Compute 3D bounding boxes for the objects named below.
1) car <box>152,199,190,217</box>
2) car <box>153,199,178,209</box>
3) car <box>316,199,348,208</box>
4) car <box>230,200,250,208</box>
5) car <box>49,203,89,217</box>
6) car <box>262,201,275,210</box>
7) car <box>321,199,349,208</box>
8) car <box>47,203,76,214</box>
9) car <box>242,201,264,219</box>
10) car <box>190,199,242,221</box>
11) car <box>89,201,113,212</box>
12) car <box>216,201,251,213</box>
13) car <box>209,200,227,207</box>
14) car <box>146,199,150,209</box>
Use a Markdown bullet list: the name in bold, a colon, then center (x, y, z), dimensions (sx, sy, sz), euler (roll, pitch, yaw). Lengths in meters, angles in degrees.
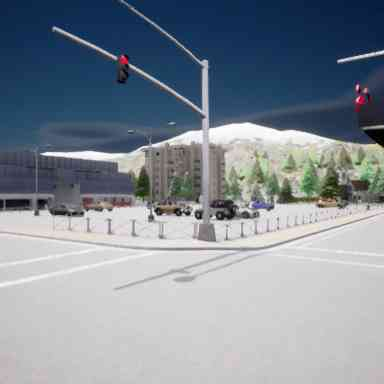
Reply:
- **car**: center (-2.173, 1.789, 37.797), dimensions (4.605, 1.855, 1.932), euler (-1, -1, 37)
- **car**: center (-5.131, 2.273, 63.539), dimensions (4.605, 1.855, 1.932), euler (-1, -1, 37)
- **car**: center (25.126, 2.154, 60.200), dimensions (5.027, 1.636, 2.152), euler (-1, -1, 37)
- **car**: center (10.272, 2.552, 71.498), dimensions (3.806, 1.475, 1.970), euler (-1, -1, 37)
- **car**: center (-14.345, 2.115, 38.234), dimensions (4.514, 1.523, 2.007), euler (-1, -1, 37)
- **car**: center (11.884, 2.185, 55.314), dimensions (3.633, 1.501, 1.845), euler (-1, -1, 37)
- **car**: center (26.964, 2.190, 62.742), dimensions (4.514, 1.523, 2.007), euler (-1, -1, 37)
- **car**: center (-17.793, 2.209, 45.390), dimensions (3.806, 1.475, 1.970), euler (-1, -1, 37)
- **car**: center (4.640, 1.897, 32.744), dimensions (3.806, 1.475, 1.970), euler (-1, -1, 37)
- **car**: center (2.156, 1.597, 30.454), dimensions (3.866, 1.878, 1.905), euler (-1, -1, 37)
- **car**: center (-14.208, 2.190, 50.722), dimensions (5.027, 1.636, 2.152), euler (-1, -1, 37)
- **car**: center (5.863, 2.081, 47.340), dimensions (4.514, 1.523, 2.007), euler (-1, -1, 37)
- **car**: center (6.117, 2.702, 78.329), dimensions (3.633, 1.501, 1.845), euler (-1, -1, 37)
- **car**: center (-6.542, 2.221, 60.966), dimensions (3.866, 1.878, 1.905), euler (-1, -1, 37)
